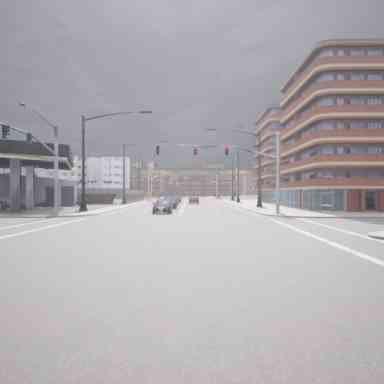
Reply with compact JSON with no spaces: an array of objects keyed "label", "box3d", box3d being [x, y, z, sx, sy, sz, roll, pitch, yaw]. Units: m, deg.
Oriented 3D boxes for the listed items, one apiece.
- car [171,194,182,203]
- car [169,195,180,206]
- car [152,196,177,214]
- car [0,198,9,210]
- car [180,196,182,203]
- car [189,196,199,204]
[{"label":"car","box3d":[-3.190,1.352,69.279,2.097,1.767,4.553,0,0,0]},{"label":"car","box3d":[-3.133,1.352,44.948,2.097,1.767,4.553,0,0,0]},{"label":"car","box3d":[-3.076,1.491,35.230,2.128,1.511,4.902,0,0,0]},{"label":"car","box3d":[-23.943,1.456,39.422,3.806,1.475,1.970,0,0,1]},{"label":"car","box3d":[-3.195,1.601,55.719,1.895,1.301,4.718,0,0,0]},{"label":"car","box3d":[0.345,1.491,63.731,2.128,1.511,4.902,0,0,0]}]
